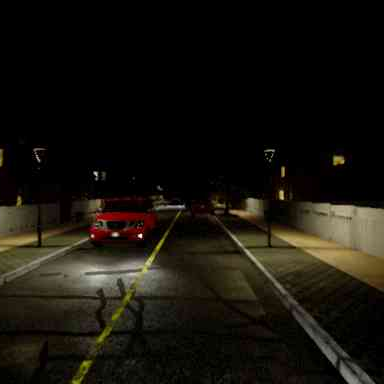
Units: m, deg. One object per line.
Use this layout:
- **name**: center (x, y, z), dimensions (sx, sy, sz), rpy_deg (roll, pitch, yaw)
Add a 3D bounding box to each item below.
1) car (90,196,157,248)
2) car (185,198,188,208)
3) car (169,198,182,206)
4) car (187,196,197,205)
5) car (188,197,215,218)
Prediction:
- **car**: center (-2.852, 1.227, 15.139), dimensions (2.150, 2.045, 5.566), rpy_deg (0, 0, 0)
- **car**: center (-0.003, 1.637, 49.023), dimensions (1.895, 1.301, 4.718), rpy_deg (0, 0, 0)
- **car**: center (-2.809, 1.650, 57.235), dimensions (1.895, 1.301, 4.718), rpy_deg (0, 0, 1)
- **car**: center (-0.009, 1.586, 62.305), dimensions (1.812, 1.442, 4.674), rpy_deg (0, 0, 0)
- **car**: center (0.918, 1.315, 30.904), dimensions (2.097, 1.767, 4.553), rpy_deg (-3, -1, 0)
